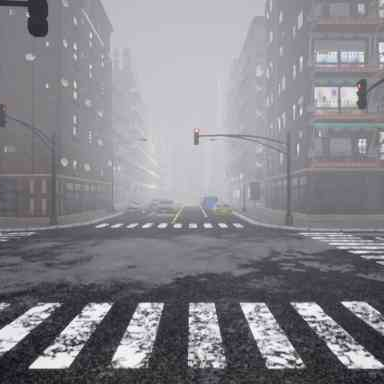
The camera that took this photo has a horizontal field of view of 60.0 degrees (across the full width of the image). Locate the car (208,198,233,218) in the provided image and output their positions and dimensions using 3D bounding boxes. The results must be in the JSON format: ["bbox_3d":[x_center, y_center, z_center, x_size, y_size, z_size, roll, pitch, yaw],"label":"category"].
[{"bbox_3d":[2.665,1.538,30.162,1.752,1.417,4.829,1,0,0],"label":"car"}]

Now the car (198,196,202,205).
[{"bbox_3d":[2.513,1.347,49.649,2.192,1.841,5.009,1,0,0],"label":"car"}]

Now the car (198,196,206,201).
[{"bbox_3d":[2.466,1.627,83.586,1.887,1.381,4.507,1,0,0],"label":"car"}]

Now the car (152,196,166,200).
[{"bbox_3d":[-5.370,1.614,49.581,1.802,1.307,4.206,1,0,0],"label":"car"}]

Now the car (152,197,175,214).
[{"bbox_3d":[-2.797,1.565,36.543,2.033,1.411,5.357,0,0,0],"label":"car"}]

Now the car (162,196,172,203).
[{"bbox_3d":[-5.399,1.613,72.212,2.008,1.369,4.403,1,0,0],"label":"car"}]

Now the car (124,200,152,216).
[{"bbox_3d":[-5.477,1.565,32.607,2.008,1.369,4.403,1,0,0],"label":"car"}]

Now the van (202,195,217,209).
[{"bbox_3d":[2.552,1.366,43.996,1.690,1.788,3.998,1,0,0],"label":"van"}]

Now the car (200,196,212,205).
[{"bbox_3d":[2.497,1.486,60.962,1.967,1.590,4.097,1,0,0],"label":"car"}]

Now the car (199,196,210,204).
[{"bbox_3d":[2.488,1.604,66.618,2.008,1.369,4.403,1,0,0],"label":"car"}]
